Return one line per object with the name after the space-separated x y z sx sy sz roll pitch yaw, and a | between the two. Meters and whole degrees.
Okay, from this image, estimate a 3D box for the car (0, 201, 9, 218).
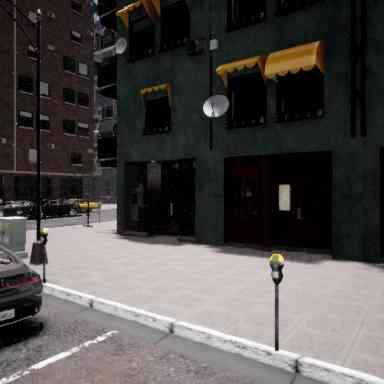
-13.987 1.350 26.115 2.008 1.369 4.403 1 1 35 | car

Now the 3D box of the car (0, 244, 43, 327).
-4.472 1.551 6.082 4.403 1.369 2.008 0 0 36 | car

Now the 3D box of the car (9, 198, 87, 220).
-11.027 1.283 25.843 1.837 1.490 4.892 0 1 35 | car

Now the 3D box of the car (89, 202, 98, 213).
-10.887 1.250 30.533 1.752 1.417 4.829 1 1 35 | car
